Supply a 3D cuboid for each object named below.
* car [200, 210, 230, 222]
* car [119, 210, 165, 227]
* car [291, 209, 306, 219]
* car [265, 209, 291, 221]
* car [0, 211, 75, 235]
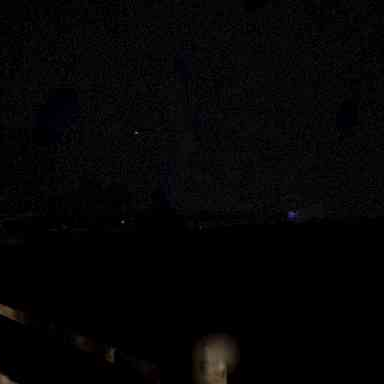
[{"bbox_3d":[2.935,2.954,41.253,1.837,1.490,4.892,0,-3,35],"label":"car"},{"bbox_3d":[-4.564,2.411,30.746,2.128,1.511,4.902,0,-2,35],"label":"car"},{"bbox_3d":[18.181,3.747,57.626,2.097,1.767,4.553,0,-2,37],"label":"car"},{"bbox_3d":[12.408,3.459,49.502,2.128,1.511,4.902,0,-2,36],"label":"car"},{"bbox_3d":[-10.415,2.012,22.594,2.128,1.511,4.902,0,-2,37],"label":"car"}]
